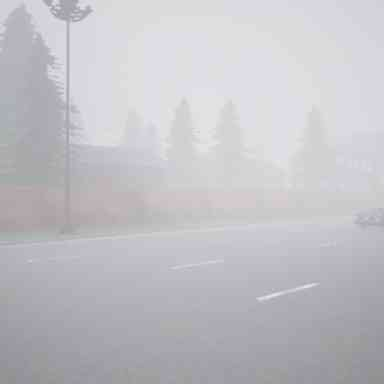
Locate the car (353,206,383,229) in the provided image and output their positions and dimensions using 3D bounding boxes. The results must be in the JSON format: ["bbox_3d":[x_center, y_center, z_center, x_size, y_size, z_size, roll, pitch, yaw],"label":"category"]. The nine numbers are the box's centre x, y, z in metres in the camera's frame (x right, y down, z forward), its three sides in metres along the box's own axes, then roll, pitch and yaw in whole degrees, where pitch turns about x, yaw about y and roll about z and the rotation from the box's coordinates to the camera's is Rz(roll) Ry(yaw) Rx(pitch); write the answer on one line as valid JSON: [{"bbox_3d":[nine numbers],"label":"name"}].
[{"bbox_3d":[12.426,1.621,21.201,5.357,1.411,2.033,0,0,-35],"label":"car"}]
